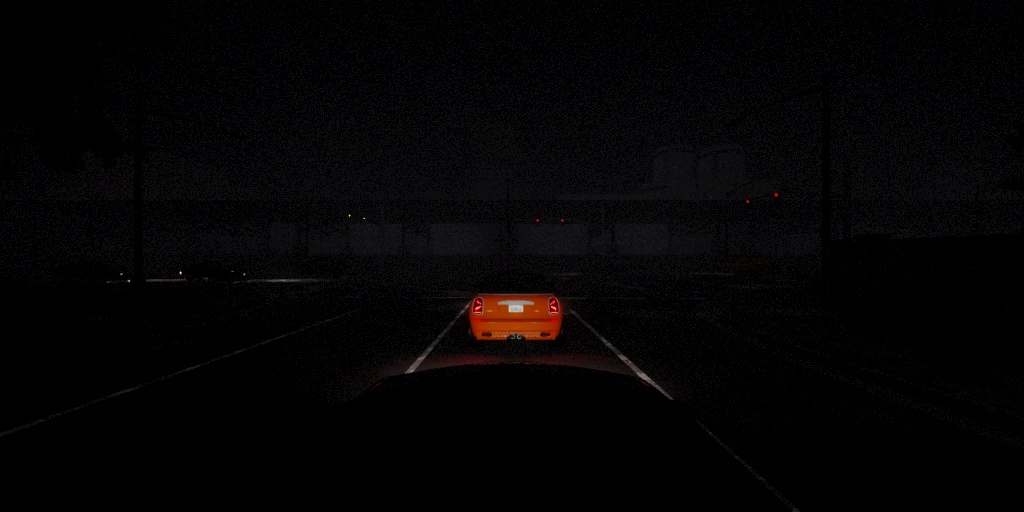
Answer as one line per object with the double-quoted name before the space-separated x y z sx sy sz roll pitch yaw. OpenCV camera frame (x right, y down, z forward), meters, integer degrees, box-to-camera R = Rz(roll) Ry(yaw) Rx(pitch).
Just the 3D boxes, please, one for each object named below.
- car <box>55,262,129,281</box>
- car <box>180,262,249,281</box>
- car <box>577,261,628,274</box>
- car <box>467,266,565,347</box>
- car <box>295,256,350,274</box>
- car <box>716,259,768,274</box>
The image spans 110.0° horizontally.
"car" -34.853 1.242 29.842 4.902 1.511 2.128 0 0 2
"car" -24.460 1.242 29.537 4.902 1.511 2.128 0 0 1
"car" 9.872 1.265 39.371 5.357 1.411 2.033 0 0 1
"car" 0.081 1.103 9.502 2.097 1.767 4.553 0 0 0
"car" -21.168 0.971 40.137 5.566 2.045 2.150 0 0 1
"car" 24.931 1.079 38.994 5.008 1.535 1.882 -1 0 1
